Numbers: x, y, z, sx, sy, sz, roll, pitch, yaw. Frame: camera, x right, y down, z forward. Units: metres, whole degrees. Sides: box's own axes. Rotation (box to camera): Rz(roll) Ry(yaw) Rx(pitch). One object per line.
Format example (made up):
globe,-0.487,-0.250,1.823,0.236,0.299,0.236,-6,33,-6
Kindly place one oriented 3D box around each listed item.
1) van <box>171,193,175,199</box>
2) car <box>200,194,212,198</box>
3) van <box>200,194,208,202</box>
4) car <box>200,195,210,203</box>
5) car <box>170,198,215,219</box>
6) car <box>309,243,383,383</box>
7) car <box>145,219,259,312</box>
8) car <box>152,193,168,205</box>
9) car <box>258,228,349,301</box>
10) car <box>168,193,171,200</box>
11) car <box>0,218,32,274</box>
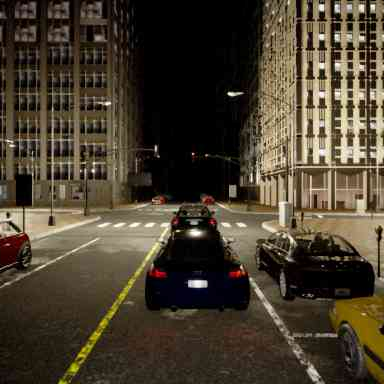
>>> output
van,-5.726,1.239,80.121,1.690,1.788,3.998,0,0,0
car,2.761,1.390,57.383,1.967,1.590,4.097,0,0,0
van,2.657,1.253,74.436,1.690,1.788,3.998,0,0,0
car,2.659,1.365,68.751,1.967,1.590,4.097,0,0,0
car,0.090,1.347,16.412,2.097,1.767,4.553,0,0,0
car,2.690,1.525,2.625,1.752,1.417,4.829,0,0,0
car,0.098,1.563,7.779,1.994,1.385,4.181,0,0,0
car,-5.811,1.390,57.380,1.967,1.590,4.097,0,0,0
car,2.688,1.550,8.123,2.008,1.369,4.403,0,0,0
car,-5.747,1.253,63.066,2.192,1.841,5.009,0,0,0
car,-5.692,1.439,8.117,1.967,1.590,4.097,0,0,0
